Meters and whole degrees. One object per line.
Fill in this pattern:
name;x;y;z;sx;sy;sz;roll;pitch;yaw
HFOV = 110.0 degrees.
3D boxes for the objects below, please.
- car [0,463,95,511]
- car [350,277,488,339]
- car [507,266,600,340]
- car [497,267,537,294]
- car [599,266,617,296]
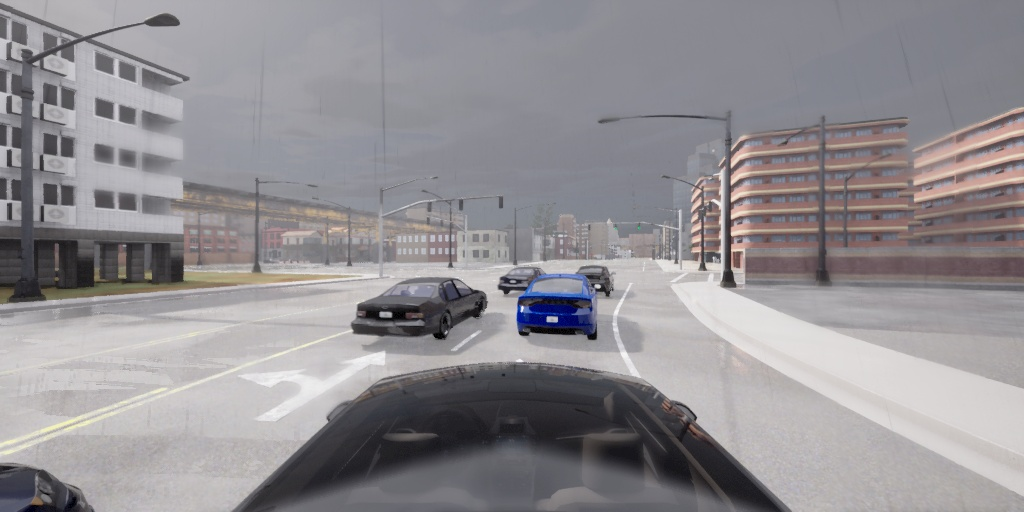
car;-3.228;1.314;0.165;1.994;1.385;4.181;0;0;-2
car;-2.192;1.298;10.114;2.033;1.411;5.357;0;0;12
car;1.459;1.228;10.199;1.882;1.535;5.008;0;0;14
car;0.913;1.298;19.853;2.033;1.411;5.357;0;0;20
car;4.459;1.256;19.389;1.837;1.490;4.892;0;0;19
